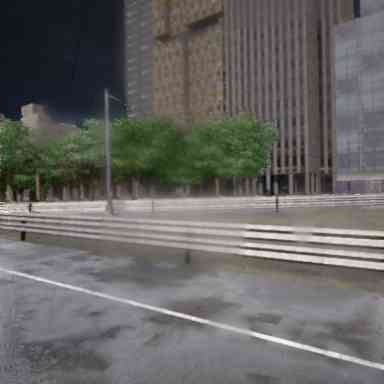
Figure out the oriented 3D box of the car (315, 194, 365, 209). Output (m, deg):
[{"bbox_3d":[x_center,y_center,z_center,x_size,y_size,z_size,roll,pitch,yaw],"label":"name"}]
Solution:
[{"bbox_3d":[14.850,0.930,33.368,4.902,1.511,2.128,-1,-1,-6],"label":"car"}]
